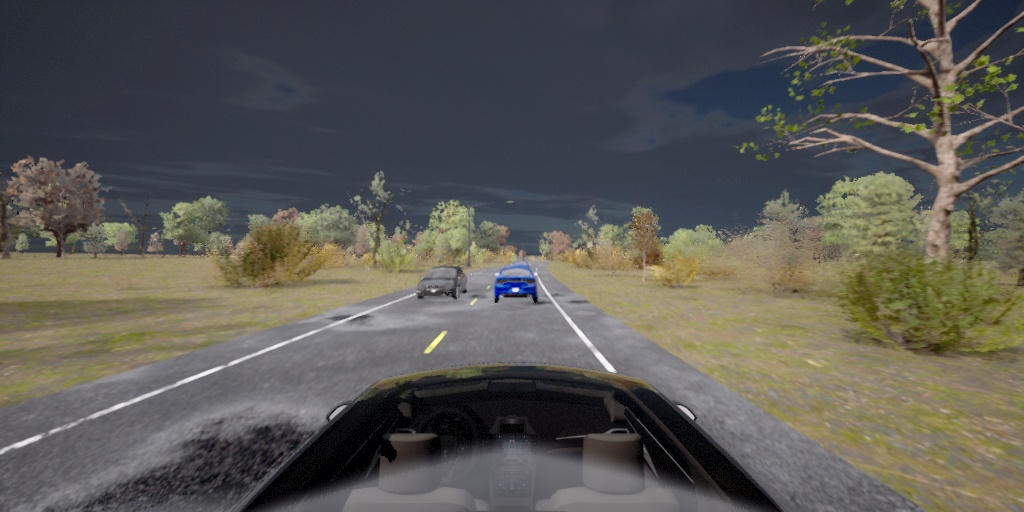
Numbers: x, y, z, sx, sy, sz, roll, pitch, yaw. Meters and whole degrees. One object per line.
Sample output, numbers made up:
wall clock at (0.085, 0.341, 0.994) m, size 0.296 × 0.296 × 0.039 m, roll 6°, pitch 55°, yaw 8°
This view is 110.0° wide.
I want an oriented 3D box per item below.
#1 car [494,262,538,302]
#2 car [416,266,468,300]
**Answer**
car at (0.200, 1.217, 17.084) m, size 1.882 × 1.535 × 5.008 m, roll 0°, pitch 0°, yaw 1°
car at (-3.348, 1.263, 17.920) m, size 1.837 × 1.490 × 4.892 m, roll 0°, pitch 0°, yaw 1°
